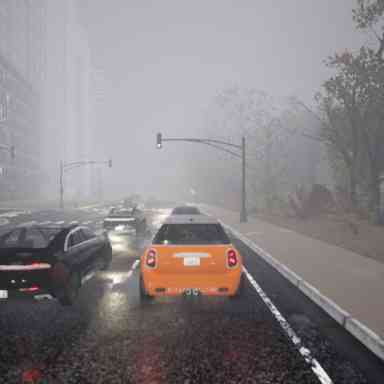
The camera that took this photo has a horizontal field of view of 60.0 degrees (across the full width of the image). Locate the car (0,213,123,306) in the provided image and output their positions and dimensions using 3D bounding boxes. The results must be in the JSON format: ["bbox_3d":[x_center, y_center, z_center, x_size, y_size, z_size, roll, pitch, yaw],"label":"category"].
[{"bbox_3d":[-3.272,1.504,8.004,2.128,1.511,4.902,0,0,-1],"label":"car"}]

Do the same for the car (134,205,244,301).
[{"bbox_3d":[-0.036,1.364,8.531,2.097,1.767,4.553,0,0,-1],"label":"car"}]

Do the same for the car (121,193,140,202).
[{"bbox_3d":[-9.193,1.410,48.647,2.097,1.767,4.553,0,0,-6],"label":"car"}]

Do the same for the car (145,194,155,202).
[{"bbox_3d":[-10.007,1.538,80.095,1.882,1.535,5.008,0,0,-9],"label":"car"}]

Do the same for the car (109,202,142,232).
[{"bbox_3d":[-3.583,1.519,18.300,2.128,1.511,4.902,0,0,-2],"label":"car"}]

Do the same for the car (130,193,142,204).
[{"bbox_3d":[-11.601,1.289,69.214,2.150,2.045,5.566,0,0,-8],"label":"car"}]

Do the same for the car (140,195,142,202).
[{"bbox_3d":[-10.285,1.567,58.542,1.837,1.490,4.892,0,0,-7],"label":"car"}]

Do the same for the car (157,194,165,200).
[{"bbox_3d":[-8.627,1.418,90.978,1.812,1.442,4.674,0,0,-10],"label":"car"}]

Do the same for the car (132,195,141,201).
[{"bbox_3d":[-13.427,1.469,80.807,2.033,1.411,5.357,0,0,-9],"label":"car"}]

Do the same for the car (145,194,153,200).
[{"bbox_3d":[-11.824,1.374,90.397,1.882,1.535,5.008,0,0,-10],"label":"car"}]

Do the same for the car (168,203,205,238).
[{"bbox_3d":[-0.365,1.504,19.122,1.882,1.535,5.008,0,0,-2],"label":"car"}]

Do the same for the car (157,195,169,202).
[{"bbox_3d":[-6.871,1.653,81.033,1.895,1.301,4.718,0,0,-10],"label":"car"}]
